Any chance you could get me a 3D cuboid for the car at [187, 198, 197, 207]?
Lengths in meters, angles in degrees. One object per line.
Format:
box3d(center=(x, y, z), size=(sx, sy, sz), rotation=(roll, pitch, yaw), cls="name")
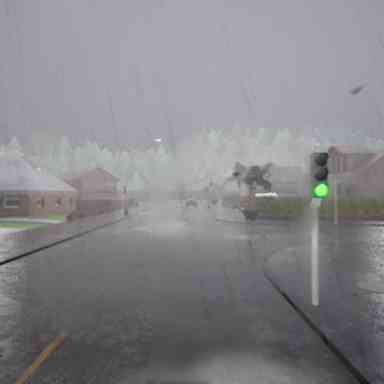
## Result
box3d(center=(-0.047, 1.933, 60.755), size=(1.837, 1.490, 4.892), rotation=(0, 0, 0), cls="car")
